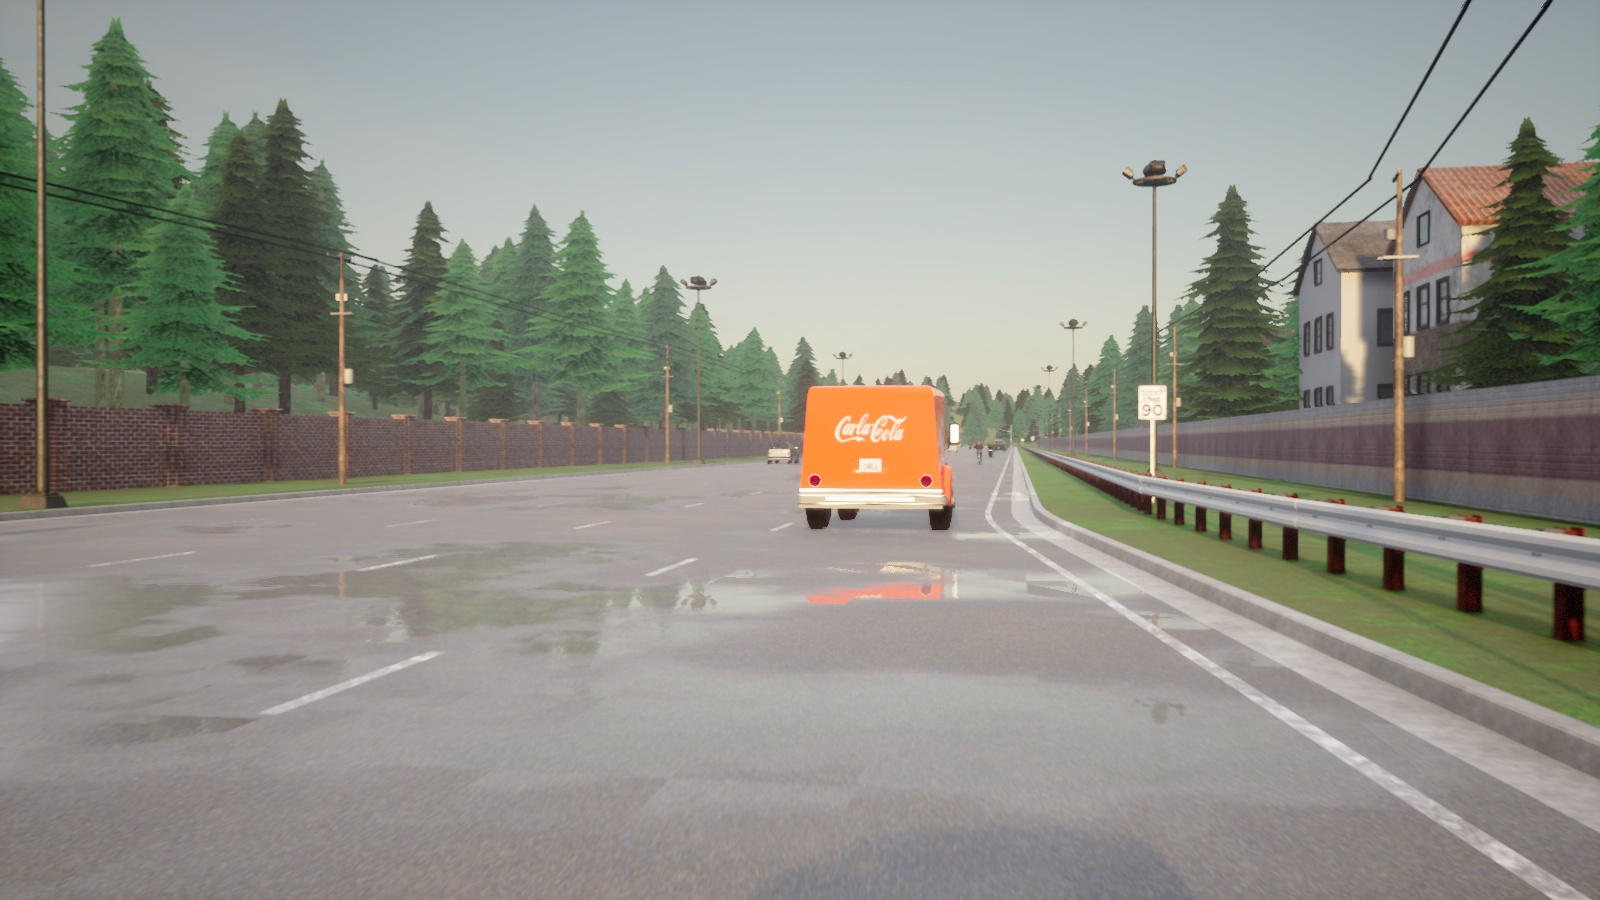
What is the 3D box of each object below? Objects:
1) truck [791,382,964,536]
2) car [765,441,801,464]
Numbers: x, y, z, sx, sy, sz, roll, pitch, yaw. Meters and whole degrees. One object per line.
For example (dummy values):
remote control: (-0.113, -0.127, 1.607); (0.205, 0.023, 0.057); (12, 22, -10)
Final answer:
truck: (1.580, 0.132, 22.964); (2.627, 2.467, 5.204); (0, 0, 10)
car: (-1.193, 0.136, 90.052); (1.851, 1.617, 3.988); (0, 0, 10)
